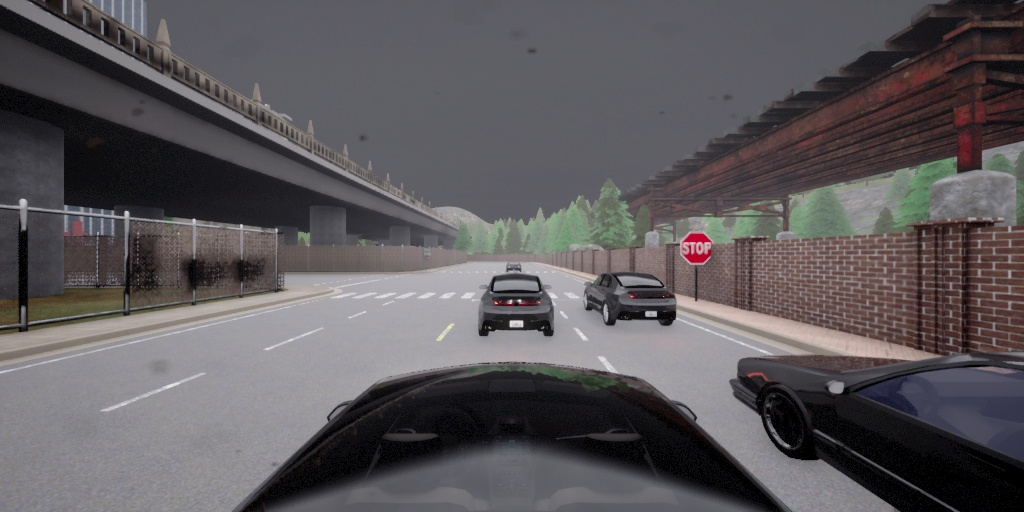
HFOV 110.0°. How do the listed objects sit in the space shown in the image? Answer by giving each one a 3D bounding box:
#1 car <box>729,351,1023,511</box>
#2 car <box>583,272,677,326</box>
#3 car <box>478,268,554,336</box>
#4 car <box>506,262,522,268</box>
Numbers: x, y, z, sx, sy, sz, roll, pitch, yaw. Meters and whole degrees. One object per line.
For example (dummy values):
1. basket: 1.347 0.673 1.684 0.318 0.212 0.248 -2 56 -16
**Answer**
1. car: 3.600 1.297 1.945 2.033 1.411 5.357 0 0 0
2. car: 3.605 1.255 11.692 1.837 1.490 4.892 0 0 0
3. car: 0.103 1.255 10.334 1.837 1.490 4.892 0 0 0
4. car: 0.219 1.351 45.302 1.895 1.301 4.718 0 0 0
